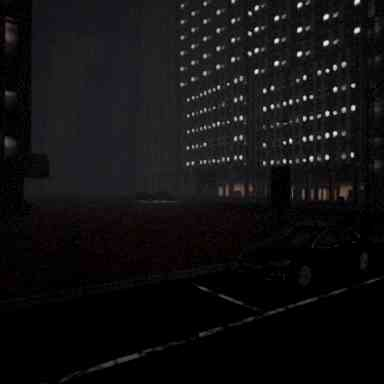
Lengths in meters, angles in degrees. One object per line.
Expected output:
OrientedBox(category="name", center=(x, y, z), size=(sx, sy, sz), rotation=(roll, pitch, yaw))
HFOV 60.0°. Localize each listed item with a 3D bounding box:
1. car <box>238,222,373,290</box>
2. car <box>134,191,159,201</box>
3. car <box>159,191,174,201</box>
OrientedBox(category="car", center=(3.170, 1.513, 8.945), size=(4.403, 1.369, 2.008), rotation=(0, 1, -35))
OrientedBox(category="car", center=(-7.522, 0.598, 52.369), size=(1.837, 1.490, 4.892), rotation=(0, 0, -34))
OrientedBox(category="car", center=(-4.839, 0.615, 54.202), size=(1.837, 1.490, 4.892), rotation=(0, 0, -34))
